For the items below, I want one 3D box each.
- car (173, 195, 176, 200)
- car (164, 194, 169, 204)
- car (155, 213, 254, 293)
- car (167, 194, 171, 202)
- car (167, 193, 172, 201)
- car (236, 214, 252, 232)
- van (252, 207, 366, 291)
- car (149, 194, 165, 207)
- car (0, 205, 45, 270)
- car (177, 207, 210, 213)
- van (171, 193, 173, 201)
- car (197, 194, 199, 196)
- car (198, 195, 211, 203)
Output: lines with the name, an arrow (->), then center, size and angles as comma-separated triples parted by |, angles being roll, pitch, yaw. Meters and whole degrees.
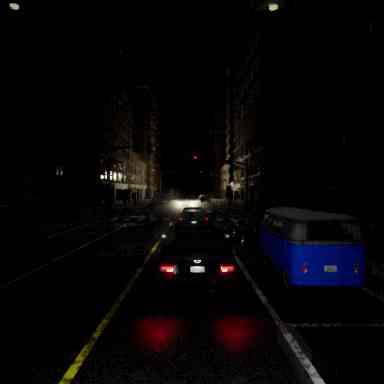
car -> -5.669, 1.516, 79.600 | 2.008, 1.369, 4.403 | 0, 0, 0
car -> -5.669, 1.516, 57.797 | 2.008, 1.369, 4.403 | 0, 0, 0
car -> 0.101, 1.546, 8.968 | 2.033, 1.411, 5.357 | 0, 0, 0
car -> -5.669, 1.509, 63.248 | 1.887, 1.381, 4.507 | 0, 0, 0
car -> -5.669, 1.508, 68.699 | 1.887, 1.381, 4.507 | 0, 0, 0
car -> 2.856, 1.562, 14.358 | 1.947, 1.339, 4.313 | 0, 0, 0
van -> 2.855, 1.339, 8.697 | 1.690, 1.788, 3.998 | 0, 0, 0
car -> -5.669, 1.493, 52.176 | 1.752, 1.417, 4.829 | 0, 0, 0
car -> -5.670, 1.313, 8.657 | 2.192, 1.841, 5.009 | 0, 0, 0
car -> 0.101, 1.557, 19.287 | 1.994, 1.385, 4.181 | 0, 0, 0
van -> -5.670, 1.305, 74.149 | 1.690, 1.788, 3.998 | 0, 0, 0
car -> 2.856, 1.515, 79.632 | 2.008, 1.369, 4.403 | 0, 0, 0
car -> 2.855, 1.403, 68.734 | 1.967, 1.590, 4.097 | 0, 0, 0
